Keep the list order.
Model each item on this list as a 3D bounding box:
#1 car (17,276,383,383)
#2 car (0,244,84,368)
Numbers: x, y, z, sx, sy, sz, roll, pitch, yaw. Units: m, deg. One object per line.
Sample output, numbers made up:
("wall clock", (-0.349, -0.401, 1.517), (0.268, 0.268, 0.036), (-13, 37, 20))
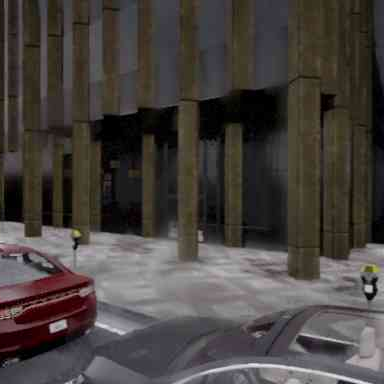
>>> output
("car", (0.949, 1.550, 2.285), (4.403, 1.369, 2.008), (0, 0, 35))
("car", (-3.480, 1.528, 5.441), (4.507, 1.381, 1.887), (0, 0, 35))
